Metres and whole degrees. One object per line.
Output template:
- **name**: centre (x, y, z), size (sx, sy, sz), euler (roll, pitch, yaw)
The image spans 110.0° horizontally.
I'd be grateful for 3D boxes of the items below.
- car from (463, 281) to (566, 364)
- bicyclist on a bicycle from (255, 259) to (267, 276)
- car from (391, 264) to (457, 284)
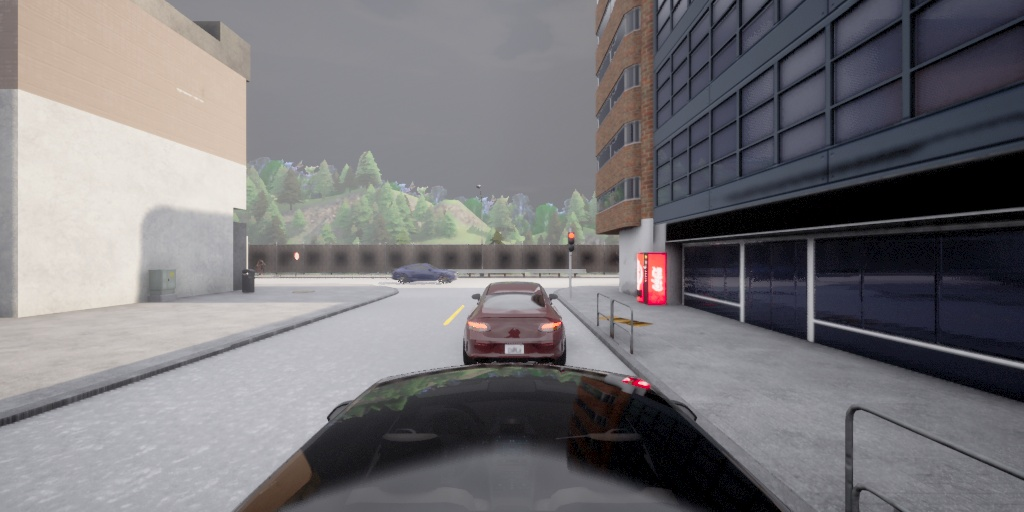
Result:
- **car**: centre (0.059, 1.276, 7.844), size (1.812, 1.442, 4.674), euler (0, 0, 1)
- **bicyclist on a bicycle**: centre (-24.184, 1.099, 34.517), size (0.582, 1.620, 1.656), euler (0, 0, 0)
- **car**: centre (-6.353, 1.275, 26.103), size (4.674, 1.442, 1.812), euler (0, 0, 0)
